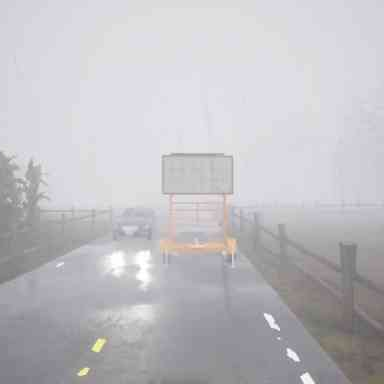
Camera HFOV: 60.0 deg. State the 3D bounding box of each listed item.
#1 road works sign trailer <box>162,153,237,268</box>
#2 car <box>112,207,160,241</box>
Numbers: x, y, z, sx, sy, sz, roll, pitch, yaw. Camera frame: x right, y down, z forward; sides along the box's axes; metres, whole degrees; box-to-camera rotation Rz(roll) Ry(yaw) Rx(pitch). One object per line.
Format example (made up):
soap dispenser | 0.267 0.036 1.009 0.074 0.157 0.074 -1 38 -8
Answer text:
road works sign trailer | 0.185 0.485 11.356 2.380 3.560 2.880 0 0 -2
car | -2.735 1.537 16.985 2.128 1.511 4.902 0 0 0
